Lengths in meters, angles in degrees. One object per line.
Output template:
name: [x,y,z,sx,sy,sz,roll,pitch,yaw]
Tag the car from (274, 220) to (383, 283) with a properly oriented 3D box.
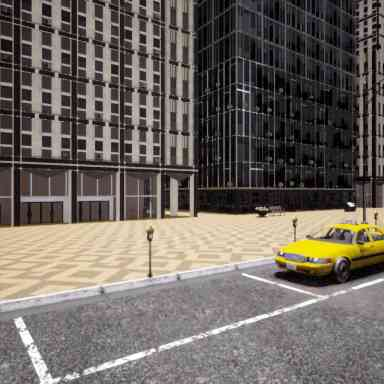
car: [4.444,1.526,9.679,4.829,1.417,1.752,0,0,-35]
